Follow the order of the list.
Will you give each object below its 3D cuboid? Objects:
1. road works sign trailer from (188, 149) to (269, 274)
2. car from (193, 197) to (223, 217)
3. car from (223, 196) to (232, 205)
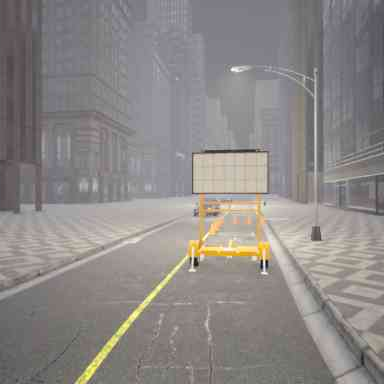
[{"bbox_3d":[1.215,0.459,10.625,2.380,3.560,2.880,0,0,9],"label":"road works sign trailer"},{"bbox_3d":[1.404,1.319,30.899,2.097,1.767,4.553,0,0,9],"label":"car"},{"bbox_3d":[5.910,1.446,57.718,1.994,1.385,4.181,0,0,9],"label":"car"}]
